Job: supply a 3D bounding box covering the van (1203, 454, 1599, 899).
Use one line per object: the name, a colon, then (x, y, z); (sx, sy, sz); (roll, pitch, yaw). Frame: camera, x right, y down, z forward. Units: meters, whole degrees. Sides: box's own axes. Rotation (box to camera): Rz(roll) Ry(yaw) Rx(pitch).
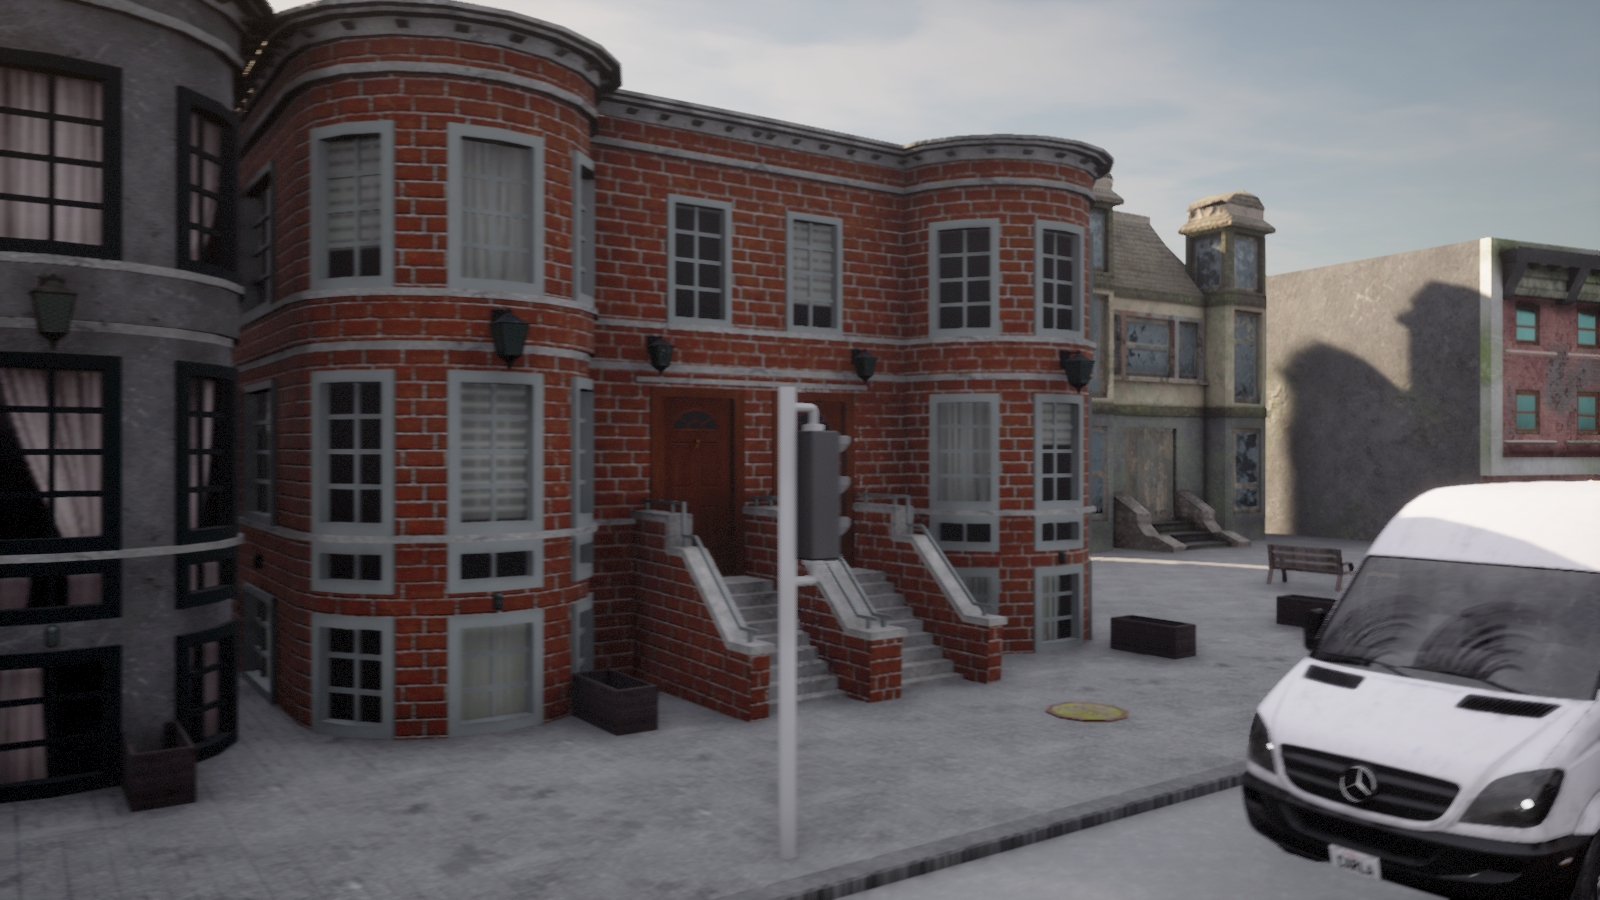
van: (5.630, 1.316, 8.352); (5.915, 2.561, 1.988); (0, 0, -35)
